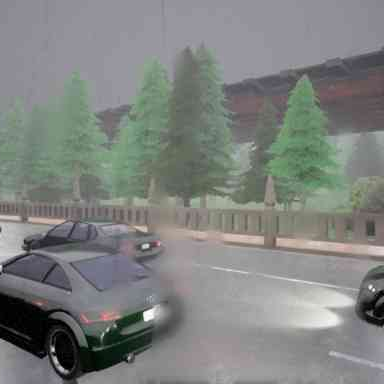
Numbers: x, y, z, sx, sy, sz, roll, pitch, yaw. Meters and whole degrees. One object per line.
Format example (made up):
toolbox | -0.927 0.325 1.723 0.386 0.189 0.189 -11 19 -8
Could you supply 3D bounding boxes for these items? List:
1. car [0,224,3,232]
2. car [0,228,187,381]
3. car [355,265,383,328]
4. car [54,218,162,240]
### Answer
car | -11.461 1.547 16.486 5.357 1.411 2.033 0 0 36
car | -2.150 1.564 5.535 4.181 1.385 1.994 0 0 35
car | 4.756 1.564 4.896 4.181 1.385 1.994 0 0 36
car | -3.312 1.547 10.671 5.357 1.411 2.033 0 0 36
